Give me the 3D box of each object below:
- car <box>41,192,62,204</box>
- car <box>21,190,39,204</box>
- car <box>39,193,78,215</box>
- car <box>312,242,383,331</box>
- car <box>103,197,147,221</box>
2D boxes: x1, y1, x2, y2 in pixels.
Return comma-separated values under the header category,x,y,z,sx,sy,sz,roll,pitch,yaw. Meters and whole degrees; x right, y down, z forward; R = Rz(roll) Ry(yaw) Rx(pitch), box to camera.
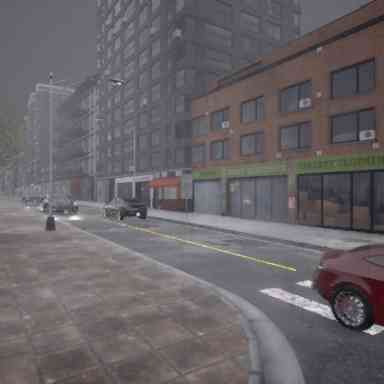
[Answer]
category,x,y,z,sx,sy,sz,roll,pitch,yaw
car,-19.717,0.847,46.535,1.882,1.535,5.008,0,0,-33
car,-20.156,0.529,41.984,2.097,1.767,4.553,0,0,-33
car,-10.975,0.888,27.664,2.097,1.767,4.553,0,1,-33
car,3.950,1.488,4.652,1.812,1.442,4.674,0,1,-33
car,-4.805,1.151,23.561,1.837,1.490,4.892,0,1,-33
